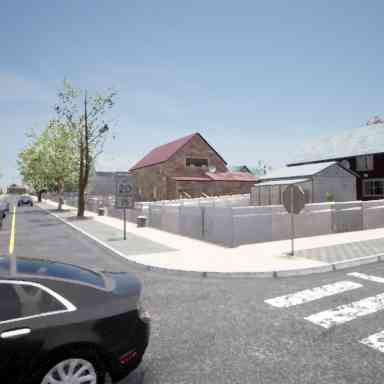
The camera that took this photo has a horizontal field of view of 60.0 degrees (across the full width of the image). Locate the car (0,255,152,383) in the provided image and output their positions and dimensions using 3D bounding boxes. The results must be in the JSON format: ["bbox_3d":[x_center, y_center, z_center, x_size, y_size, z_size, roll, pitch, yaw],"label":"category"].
[{"bbox_3d":[-2.847,1.522,3.386,4.892,1.490,1.837,0,1,-28],"label":"car"}]

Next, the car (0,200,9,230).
[{"bbox_3d":[-12.743,1.498,20.587,2.128,1.511,4.902,0,0,-28],"label":"car"}]

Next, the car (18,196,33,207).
[{"bbox_3d":[-26.594,1.361,53.049,2.097,1.767,4.553,0,0,-27],"label":"car"}]
